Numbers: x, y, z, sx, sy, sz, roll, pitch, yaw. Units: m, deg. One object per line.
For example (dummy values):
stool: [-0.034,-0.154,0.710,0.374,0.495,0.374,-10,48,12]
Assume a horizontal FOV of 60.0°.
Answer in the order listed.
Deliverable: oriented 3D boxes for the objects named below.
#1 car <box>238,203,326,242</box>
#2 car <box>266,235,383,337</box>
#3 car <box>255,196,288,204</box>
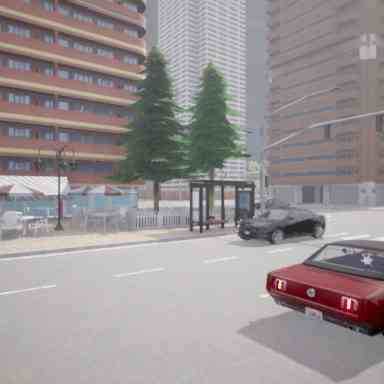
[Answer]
car: [4.346,1.473,15.732,5.008,1.535,1.882,0,0,-37]
car: [3.697,1.599,6.444,4.718,1.301,1.895,0,0,-36]
car: [10.117,1.592,42.614,2.033,1.411,5.357,0,0,-36]
